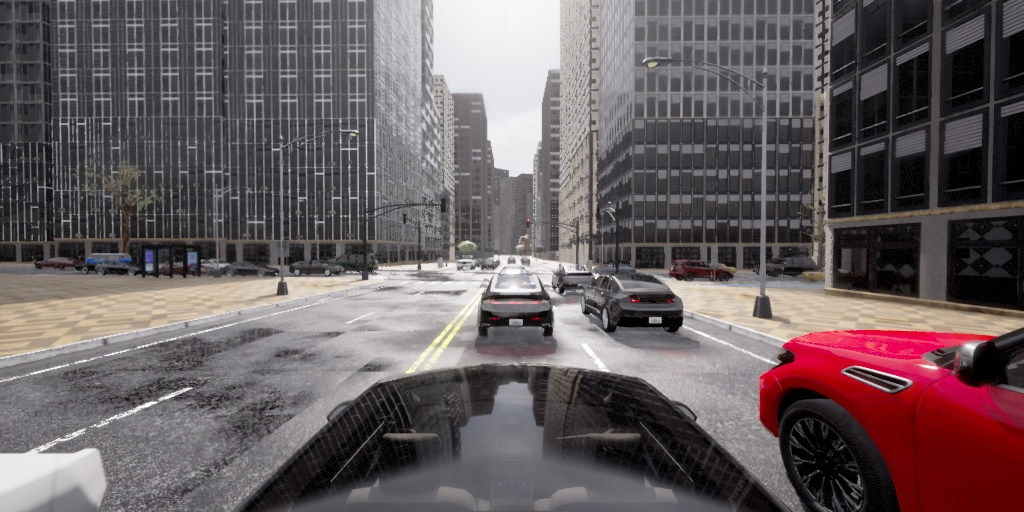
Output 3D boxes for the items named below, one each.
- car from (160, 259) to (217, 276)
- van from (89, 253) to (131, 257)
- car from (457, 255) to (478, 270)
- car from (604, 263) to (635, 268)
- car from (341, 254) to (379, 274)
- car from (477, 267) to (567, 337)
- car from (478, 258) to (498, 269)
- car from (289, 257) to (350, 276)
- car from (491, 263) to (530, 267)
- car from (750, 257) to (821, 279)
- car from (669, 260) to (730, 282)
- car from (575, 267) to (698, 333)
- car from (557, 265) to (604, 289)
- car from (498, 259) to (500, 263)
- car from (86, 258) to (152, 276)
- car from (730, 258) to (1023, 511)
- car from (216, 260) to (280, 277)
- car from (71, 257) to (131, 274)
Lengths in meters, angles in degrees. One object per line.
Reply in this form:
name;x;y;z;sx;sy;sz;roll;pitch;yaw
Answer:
car;-28.445;1.136;31.499;4.207;1.307;1.802;0;0;1
van;-45.326;0.602;40.316;3.998;1.789;1.690;0;0;1
car;-6.640;0.932;52.503;2.150;2.045;5.566;0;0;0
car;10.457;1.375;36.620;4.181;1.385;1.994;1;1;-1
car;-16.684;0.786;37.157;5.566;2.045;2.150;1;1;1
car;0.090;1.237;10.281;2.128;1.511;4.902;0;0;0
car;-3.389;1.189;52.055;1.882;1.535;5.008;0;0;0
car;-18.440;1.106;33.978;4.892;1.490;1.837;1;1;2
car;0.082;1.287;20.016;2.033;1.411;5.357;0;0;0
car;27.736;1.183;36.470;5.566;2.045;2.150;1;1;0
car;16.164;1.267;30.882;5.009;1.841;2.192;0;0;1
car;3.340;1.250;10.776;1.837;1.490;4.892;0;0;0
car;3.332;1.231;20.024;2.128;1.511;4.902;0;0;0
car;-3.391;1.264;61.641;1.994;1.385;4.181;0;0;0
car;-34.126;1.067;31.667;4.313;1.339;1.948;0;0;1
car;3.348;0.972;0.912;2.150;2.045;5.566;0;0;0
car;-22.761;1.172;31.372;4.313;1.339;1.948;0;0;1
car;-38.616;1.018;34.393;4.718;1.301;1.895;1;1;1
